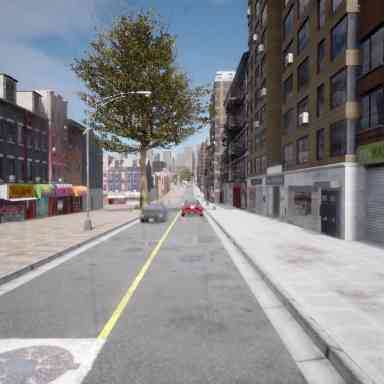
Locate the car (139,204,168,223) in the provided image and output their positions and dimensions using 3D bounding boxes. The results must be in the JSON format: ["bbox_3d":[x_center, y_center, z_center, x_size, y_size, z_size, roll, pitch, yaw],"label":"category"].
[{"bbox_3d":[-2.901,1.643,26.366,2.033,1.411,5.357,0,0,0],"label":"car"}]

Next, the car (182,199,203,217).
[{"bbox_3d":[0.031,1.517,33.981,2.097,1.767,4.553,0,-1,0],"label":"car"}]

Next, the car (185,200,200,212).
[{"bbox_3d":[0.021,1.793,44.221,1.837,1.490,4.892,0,-1,0],"label":"car"}]
